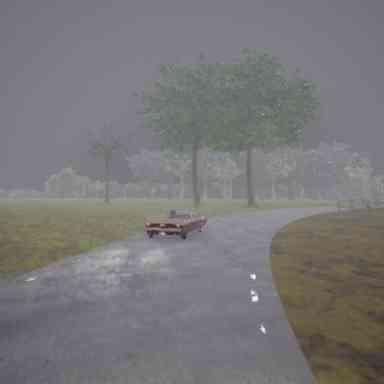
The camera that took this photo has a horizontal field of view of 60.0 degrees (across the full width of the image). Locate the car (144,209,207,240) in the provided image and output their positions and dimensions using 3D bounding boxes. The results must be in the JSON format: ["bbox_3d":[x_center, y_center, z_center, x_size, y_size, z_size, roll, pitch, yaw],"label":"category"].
[{"bbox_3d":[-0.679,1.545,16.921,1.895,1.301,4.718,0,0,17],"label":"car"}]
